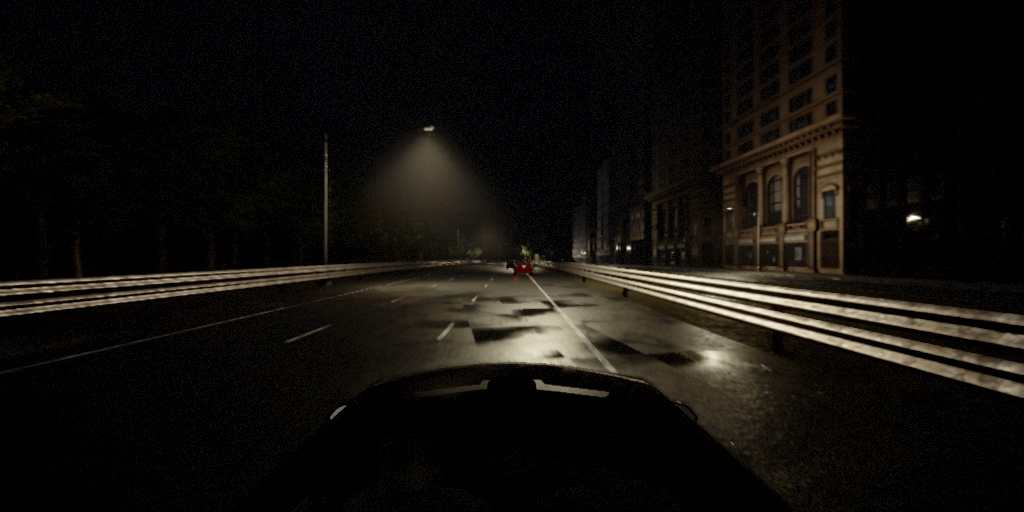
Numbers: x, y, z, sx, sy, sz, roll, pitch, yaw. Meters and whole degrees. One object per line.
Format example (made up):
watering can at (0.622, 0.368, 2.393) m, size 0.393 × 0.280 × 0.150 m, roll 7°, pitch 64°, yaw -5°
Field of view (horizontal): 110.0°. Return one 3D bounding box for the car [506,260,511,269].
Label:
car at (0.017, 1.476, 61.125) m, size 1.812 × 1.442 × 4.674 m, roll 0°, pitch 0°, yaw 0°

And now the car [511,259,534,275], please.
car at (1.220, 1.142, 38.953) m, size 2.097 × 1.767 × 4.553 m, roll 0°, pitch 0°, yaw 0°
